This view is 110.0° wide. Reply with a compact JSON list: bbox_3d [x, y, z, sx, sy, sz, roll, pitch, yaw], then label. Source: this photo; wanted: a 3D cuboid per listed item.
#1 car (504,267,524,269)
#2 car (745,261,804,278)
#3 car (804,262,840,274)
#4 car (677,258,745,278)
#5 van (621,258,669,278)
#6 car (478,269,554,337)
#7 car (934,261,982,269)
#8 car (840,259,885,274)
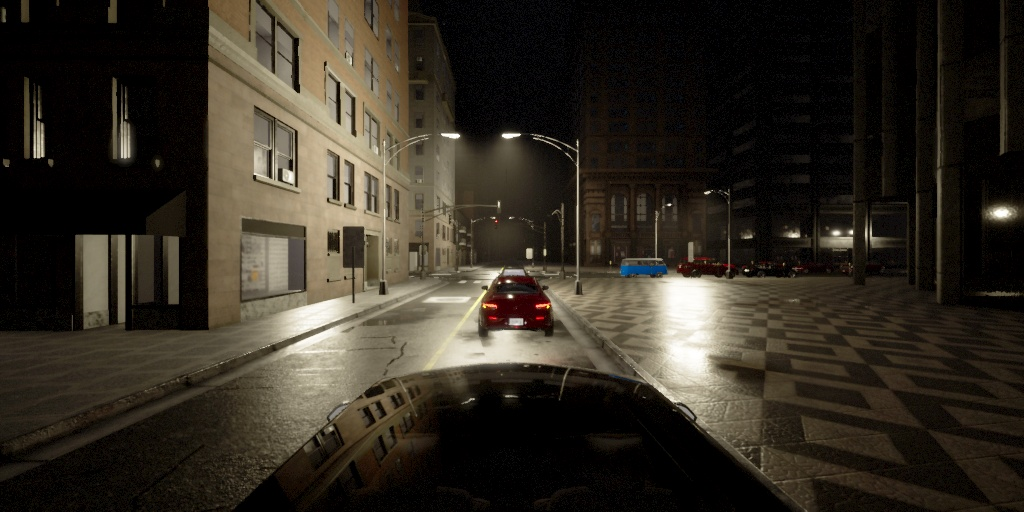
[{"bbox_3d":[0.110,1.302,20.020,1.994,1.385,4.181,0,0,0],"label":"car"},{"bbox_3d":[23.022,1.325,32.129,4.313,1.339,1.948,0,0,-1],"label":"car"},{"bbox_3d":[34.199,1.330,40.821,4.207,1.307,1.802,0,0,-1],"label":"car"},{"bbox_3d":[17.383,1.077,32.046,5.009,1.841,2.192,0,0,-1],"label":"car"},{"bbox_3d":[11.742,1.105,31.962,3.998,1.789,1.690,0,0,-1],"label":"van"},{"bbox_3d":[0.095,1.271,10.148,1.812,1.442,4.674,0,0,0],"label":"car"},{"bbox_3d":[39.940,1.190,32.379,4.097,1.591,1.967,0,0,-1],"label":"car"},{"bbox_3d":[39.838,1.185,40.904,4.097,1.591,1.967,0,0,-1],"label":"car"}]
